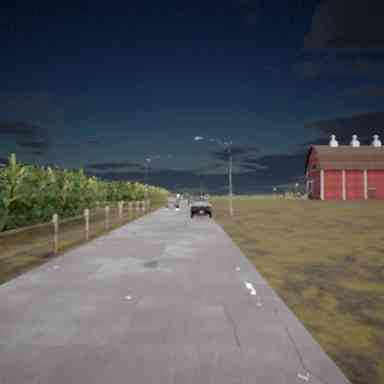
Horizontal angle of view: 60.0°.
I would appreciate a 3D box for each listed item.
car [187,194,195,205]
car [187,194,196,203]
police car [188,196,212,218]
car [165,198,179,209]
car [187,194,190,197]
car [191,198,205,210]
[{"bbox_3d":[0.810,1.465,40.628,2.097,1.767,4.553,0,0,0],"label":"car"},{"bbox_3d":[-0.028,1.585,82.253,2.150,2.045,5.566,0,-1,0],"label":"car"},{"bbox_3d":[0.814,1.499,30.765,1.930,1.638,5.238,0,0,0],"label":"police car"},{"bbox_3d":[-2.849,1.672,48.614,1.812,1.442,4.674,0,0,0],"label":"car"},{"bbox_3d":[-0.023,1.762,67.215,2.128,1.511,4.902,0,-1,0],"label":"car"},{"bbox_3d":[0.809,1.645,46.659,1.837,1.490,4.892,0,0,0],"label":"car"}]
